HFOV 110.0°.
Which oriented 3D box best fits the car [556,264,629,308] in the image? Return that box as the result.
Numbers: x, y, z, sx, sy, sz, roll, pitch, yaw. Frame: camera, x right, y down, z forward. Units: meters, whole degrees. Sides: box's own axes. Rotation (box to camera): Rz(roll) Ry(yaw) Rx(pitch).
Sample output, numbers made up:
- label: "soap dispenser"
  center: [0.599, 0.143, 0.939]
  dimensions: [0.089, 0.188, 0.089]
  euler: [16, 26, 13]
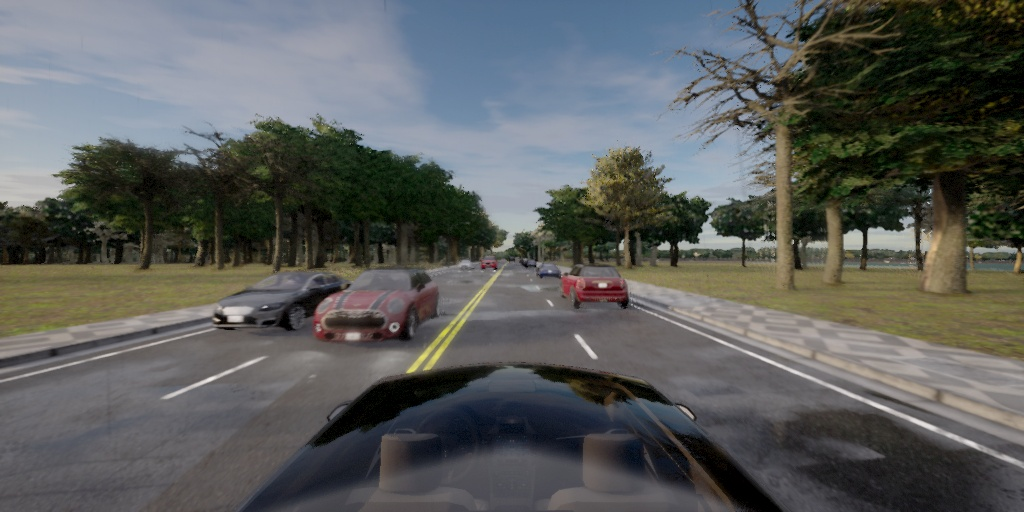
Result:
- label: "car"
  center: [3.347, 1.101, 15.354]
  dimensions: [2.097, 1.767, 4.553]
  euler: [0, 0, 0]

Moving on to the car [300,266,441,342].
- label: "car"
  center: [-3.351, 1.100, 9.805]
  dimensions: [2.097, 1.767, 4.553]
  euler: [0, 0, 0]

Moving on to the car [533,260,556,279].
- label: "car"
  center: [3.345, 1.323, 33.325]
  dimensions: [1.994, 1.385, 4.181]
  euler: [0, 0, 0]

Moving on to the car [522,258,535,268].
- label: "car"
  center: [3.242, 1.224, 61.265]
  dimensions: [2.033, 1.649, 4.856]
  euler: [0, 0, 0]

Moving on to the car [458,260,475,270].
- label: "car"
  center: [-6.578, 1.303, 51.626]
  dimensions: [1.812, 1.442, 4.674]
  euler: [0, 0, 0]

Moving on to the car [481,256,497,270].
- label: "car"
  center: [-3.313, 0.999, 52.610]
  dimensions: [2.150, 2.045, 5.566]
  euler: [0, 0, 1]

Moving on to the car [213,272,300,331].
- label: "car"
  center: [-6.601, 1.240, 11.020]
  dimensions: [2.128, 1.511, 4.902]
  euler: [0, 0, 0]
